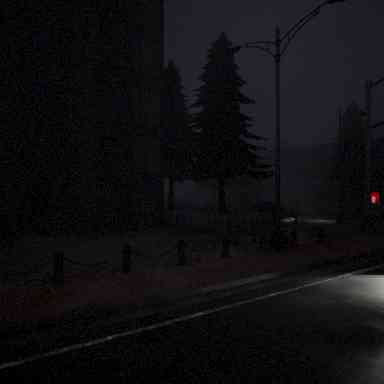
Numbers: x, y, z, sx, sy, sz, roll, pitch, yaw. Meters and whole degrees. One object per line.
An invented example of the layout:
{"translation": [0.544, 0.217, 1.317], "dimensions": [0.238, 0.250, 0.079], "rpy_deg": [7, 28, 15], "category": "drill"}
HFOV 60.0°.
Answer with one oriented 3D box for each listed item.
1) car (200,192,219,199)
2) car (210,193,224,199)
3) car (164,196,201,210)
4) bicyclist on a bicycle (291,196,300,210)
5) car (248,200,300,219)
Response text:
{"translation": [5.073, 1.112, 92.407], "dimensions": [1.932, 1.855, 4.605], "rpy_deg": [0, 0, -37], "category": "car"}
{"translation": [7.161, 1.092, 94.470], "dimensions": [1.905, 1.878, 3.866], "rpy_deg": [0, 0, -37], "category": "car"}
{"translation": [-1.166, 1.579, 40.852], "dimensions": [1.994, 1.385, 4.181], "rpy_deg": [0, 0, -37], "category": "car"}
{"translation": [11.403, 1.316, 36.604], "dimensions": [1.656, 1.620, 0.582], "rpy_deg": [0, 0, -37], "category": "bicyclist on a bicycle"}
{"translation": [7.232, 1.493, 29.722], "dimensions": [1.882, 1.535, 5.008], "rpy_deg": [0, 0, -37], "category": "car"}
